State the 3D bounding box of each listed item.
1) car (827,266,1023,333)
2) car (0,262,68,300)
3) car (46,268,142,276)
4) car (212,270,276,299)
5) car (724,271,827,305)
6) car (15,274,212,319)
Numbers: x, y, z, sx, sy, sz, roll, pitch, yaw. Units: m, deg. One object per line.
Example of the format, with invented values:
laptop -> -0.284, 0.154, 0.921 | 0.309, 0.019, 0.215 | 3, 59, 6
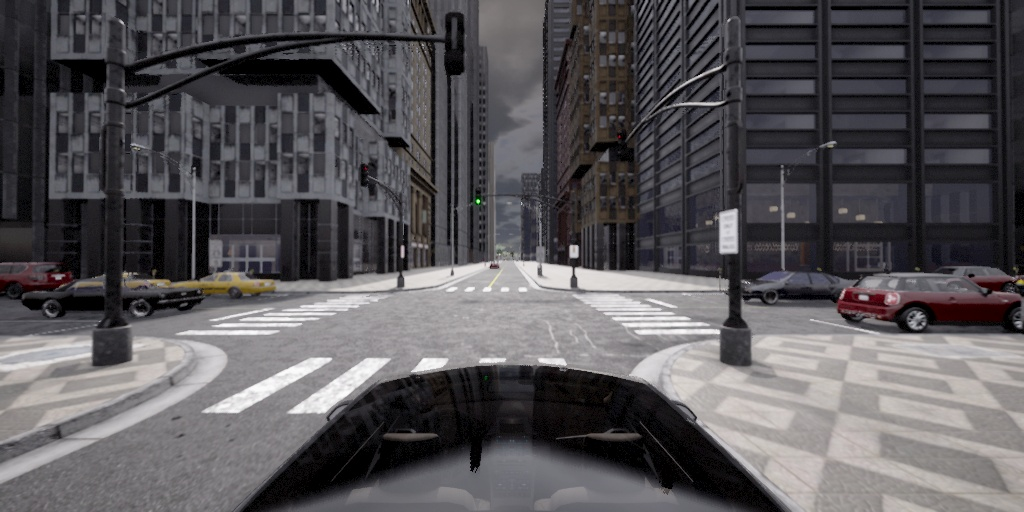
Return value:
car -> 11.872, 1.195, 10.115 | 4.097, 1.591, 1.967 | 0, 0, 0
car -> -26.100, 1.255, 18.748 | 5.009, 1.841, 2.192 | 0, 0, 0
car -> -20.669, 1.450, 18.732 | 4.829, 1.417, 1.751 | 0, 0, 0
car -> -15.067, 1.435, 18.716 | 4.829, 1.417, 1.751 | 0, 0, 0
car -> 12.558, 1.358, 15.983 | 5.357, 1.411, 2.033 | 0, -1, 0
car -> -14.034, 1.450, 12.882 | 4.718, 1.301, 1.895 | 0, -1, -1
